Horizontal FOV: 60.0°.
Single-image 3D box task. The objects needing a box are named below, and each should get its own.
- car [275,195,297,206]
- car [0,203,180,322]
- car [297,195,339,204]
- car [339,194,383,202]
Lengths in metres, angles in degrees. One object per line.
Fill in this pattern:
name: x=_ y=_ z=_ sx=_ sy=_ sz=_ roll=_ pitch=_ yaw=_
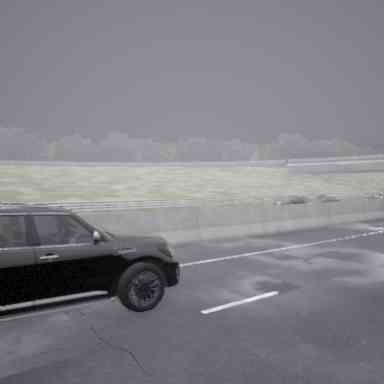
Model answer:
car: x=11.524 y=1.070 z=38.027 sx=4.902 sy=1.511 sz=2.128 roll=-1 pitch=1 yaw=-35
car: x=-2.909 y=1.221 z=5.967 sx=5.566 sy=2.045 sz=2.150 roll=0 pitch=0 yaw=-36
car: x=13.901 y=1.060 z=35.424 sx=4.902 sy=1.511 sz=2.128 roll=-1 pitch=1 yaw=-35
car: x=17.455 y=1.008 z=33.659 sx=5.008 sy=1.535 sz=1.882 roll=-1 pitch=1 yaw=-35
